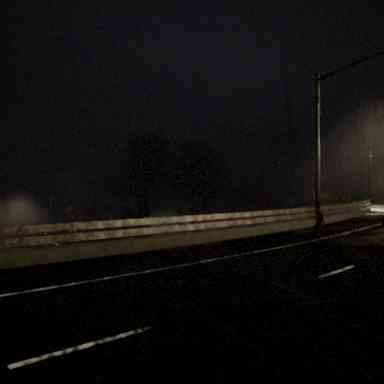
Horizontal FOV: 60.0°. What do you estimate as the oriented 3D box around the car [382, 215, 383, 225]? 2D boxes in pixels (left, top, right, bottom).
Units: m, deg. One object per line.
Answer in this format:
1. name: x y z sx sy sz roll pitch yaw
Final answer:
1. car: 14.215 1.577 22.232 1.994 1.385 4.181 0 0 41
